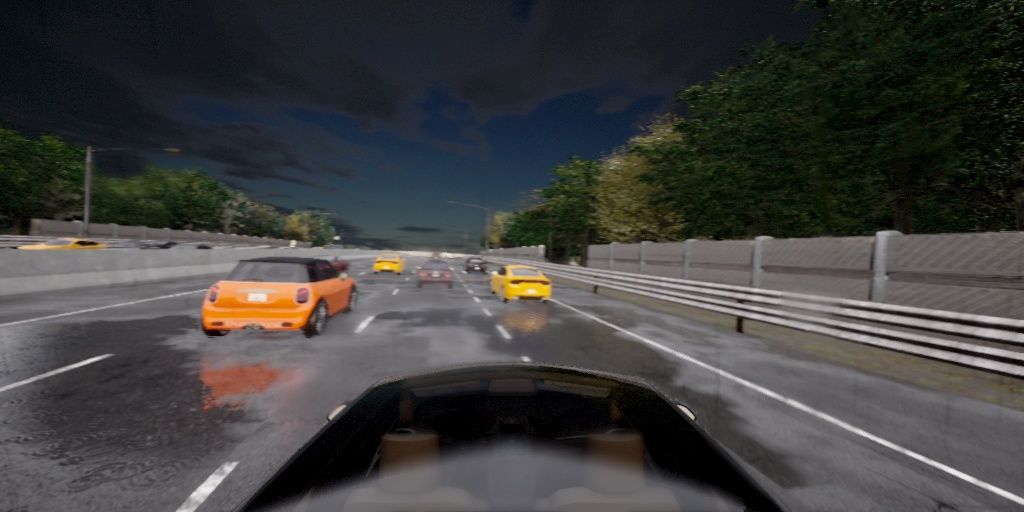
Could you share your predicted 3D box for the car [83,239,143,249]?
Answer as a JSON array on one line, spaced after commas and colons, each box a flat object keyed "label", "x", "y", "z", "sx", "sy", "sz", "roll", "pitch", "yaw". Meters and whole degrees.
[{"label": "car", "x": -26.995, "y": -0.293, "z": 25.750, "sx": 2.128, "sy": 1.511, "sz": 4.902, "roll": 3, "pitch": 1, "yaw": -12}]

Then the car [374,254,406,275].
[{"label": "car", "x": -9.355, "y": 0.579, "z": 27.727, "sx": 1.882, "sy": 1.535, "sz": 5.008, "roll": 3, "pitch": 1, "yaw": -12}]

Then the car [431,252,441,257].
[{"label": "car", "x": -11.426, "y": 0.373, "z": 53.914, "sx": 2.033, "sy": 1.411, "sz": 5.357, "roll": 3, "pitch": 0, "yaw": -12}]

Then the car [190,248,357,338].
[{"label": "car", "x": -5.404, "y": 0.791, "z": 9.077, "sx": 2.097, "sy": 1.767, "sz": 4.553, "roll": 3, "pitch": 0, "yaw": -12}]

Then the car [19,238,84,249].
[{"label": "car", "x": -30.316, "y": -0.466, "z": 24.562, "sx": 1.882, "sy": 1.535, "sz": 5.008, "roll": 3, "pitch": 1, "yaw": -12}]

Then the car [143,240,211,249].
[{"label": "car", "x": -23.484, "y": -0.129, "z": 26.041, "sx": 1.882, "sy": 1.535, "sz": 5.008, "roll": 3, "pitch": 0, "yaw": -12}]

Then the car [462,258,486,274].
[{"label": "car", "x": -3.512, "y": 0.872, "z": 33.884, "sx": 1.812, "sy": 1.442, "sz": 4.674, "roll": 3, "pitch": 1, "yaw": -12}]

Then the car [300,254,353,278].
[{"label": "car", "x": -12.081, "y": 0.597, "z": 23.694, "sx": 1.895, "sy": 1.301, "sz": 4.718, "roll": 3, "pitch": 0, "yaw": -12}]

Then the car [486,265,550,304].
[{"label": "car", "x": 0.241, "y": 1.158, "z": 16.150, "sx": 1.882, "sy": 1.535, "sz": 5.008, "roll": 3, "pitch": 0, "yaw": -12}]

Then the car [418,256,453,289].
[{"label": "car", "x": -4.297, "y": 0.970, "z": 20.208, "sx": 2.033, "sy": 1.411, "sz": 5.357, "roll": 3, "pitch": 0, "yaw": -12}]
